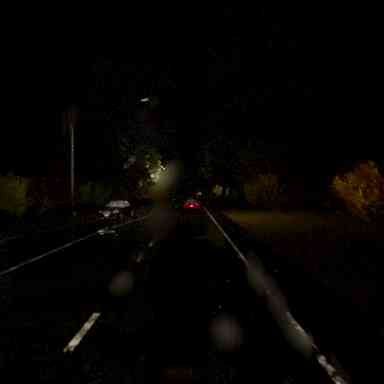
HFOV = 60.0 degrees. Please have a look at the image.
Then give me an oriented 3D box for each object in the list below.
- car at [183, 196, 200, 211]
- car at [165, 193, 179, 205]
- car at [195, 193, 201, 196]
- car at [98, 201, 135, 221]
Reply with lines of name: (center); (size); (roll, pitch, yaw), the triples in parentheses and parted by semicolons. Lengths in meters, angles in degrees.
car: (-0.022, 1.530, 39.300); (1.994, 1.385, 4.181); (0, 0, 0)
car: (-3.536, 1.170, 59.176); (2.150, 2.045, 5.566); (0, 0, 0)
car: (-0.035, 1.423, 58.572); (2.128, 1.511, 4.902); (0, 0, 0)
car: (-6.129, 1.478, 27.314); (2.128, 1.511, 4.902); (0, 0, 6)
